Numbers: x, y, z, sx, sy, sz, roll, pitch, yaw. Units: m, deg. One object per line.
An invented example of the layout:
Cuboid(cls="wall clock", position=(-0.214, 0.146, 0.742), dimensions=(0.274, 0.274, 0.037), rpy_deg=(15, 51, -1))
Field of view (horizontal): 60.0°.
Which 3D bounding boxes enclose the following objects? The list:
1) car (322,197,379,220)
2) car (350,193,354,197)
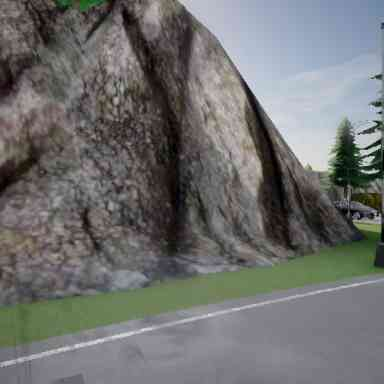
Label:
Cuboid(cls="car", position=(13.446, 1.492, 28.490), dimensions=(2.128, 1.511, 4.902), rpy_deg=(0, 0, -25))
Cuboid(cls="car", position=(28.412, 1.221, 55.078), dimensions=(5.566, 2.045, 2.150), rpy_deg=(0, 0, -26))
